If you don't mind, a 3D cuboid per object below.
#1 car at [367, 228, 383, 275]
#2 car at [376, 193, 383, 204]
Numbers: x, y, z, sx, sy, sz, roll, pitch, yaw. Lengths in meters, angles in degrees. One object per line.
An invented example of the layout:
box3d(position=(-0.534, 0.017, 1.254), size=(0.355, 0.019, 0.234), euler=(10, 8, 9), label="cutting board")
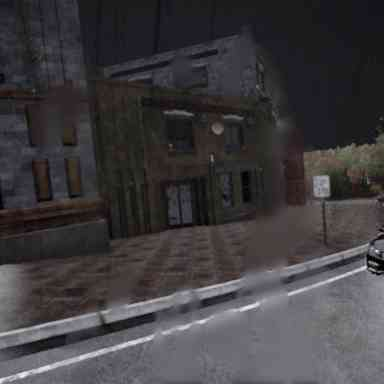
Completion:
box3d(position=(6.452, 1.346, 9.003), size=(4.902, 1.511, 2.128), euler=(-2, 1, -41), label="car")
box3d(position=(27.202, 0.919, 46.083), size=(1.837, 1.490, 4.892), euler=(-4, -2, 8), label="car")
